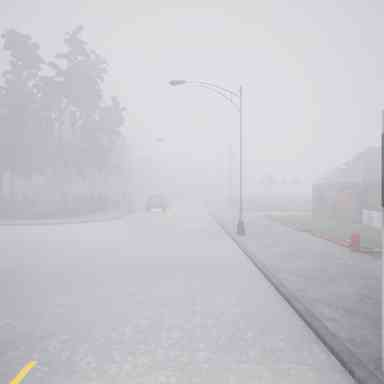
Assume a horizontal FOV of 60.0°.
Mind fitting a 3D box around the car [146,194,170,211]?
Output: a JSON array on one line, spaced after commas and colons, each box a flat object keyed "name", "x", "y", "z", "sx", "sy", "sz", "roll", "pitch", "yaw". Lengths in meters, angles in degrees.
[{"name": "car", "x": -4.248, "y": 1.221, "z": 40.369, "sx": 2.150, "sy": 2.045, "sz": 5.566, "roll": 0, "pitch": 0, "yaw": 0}]
